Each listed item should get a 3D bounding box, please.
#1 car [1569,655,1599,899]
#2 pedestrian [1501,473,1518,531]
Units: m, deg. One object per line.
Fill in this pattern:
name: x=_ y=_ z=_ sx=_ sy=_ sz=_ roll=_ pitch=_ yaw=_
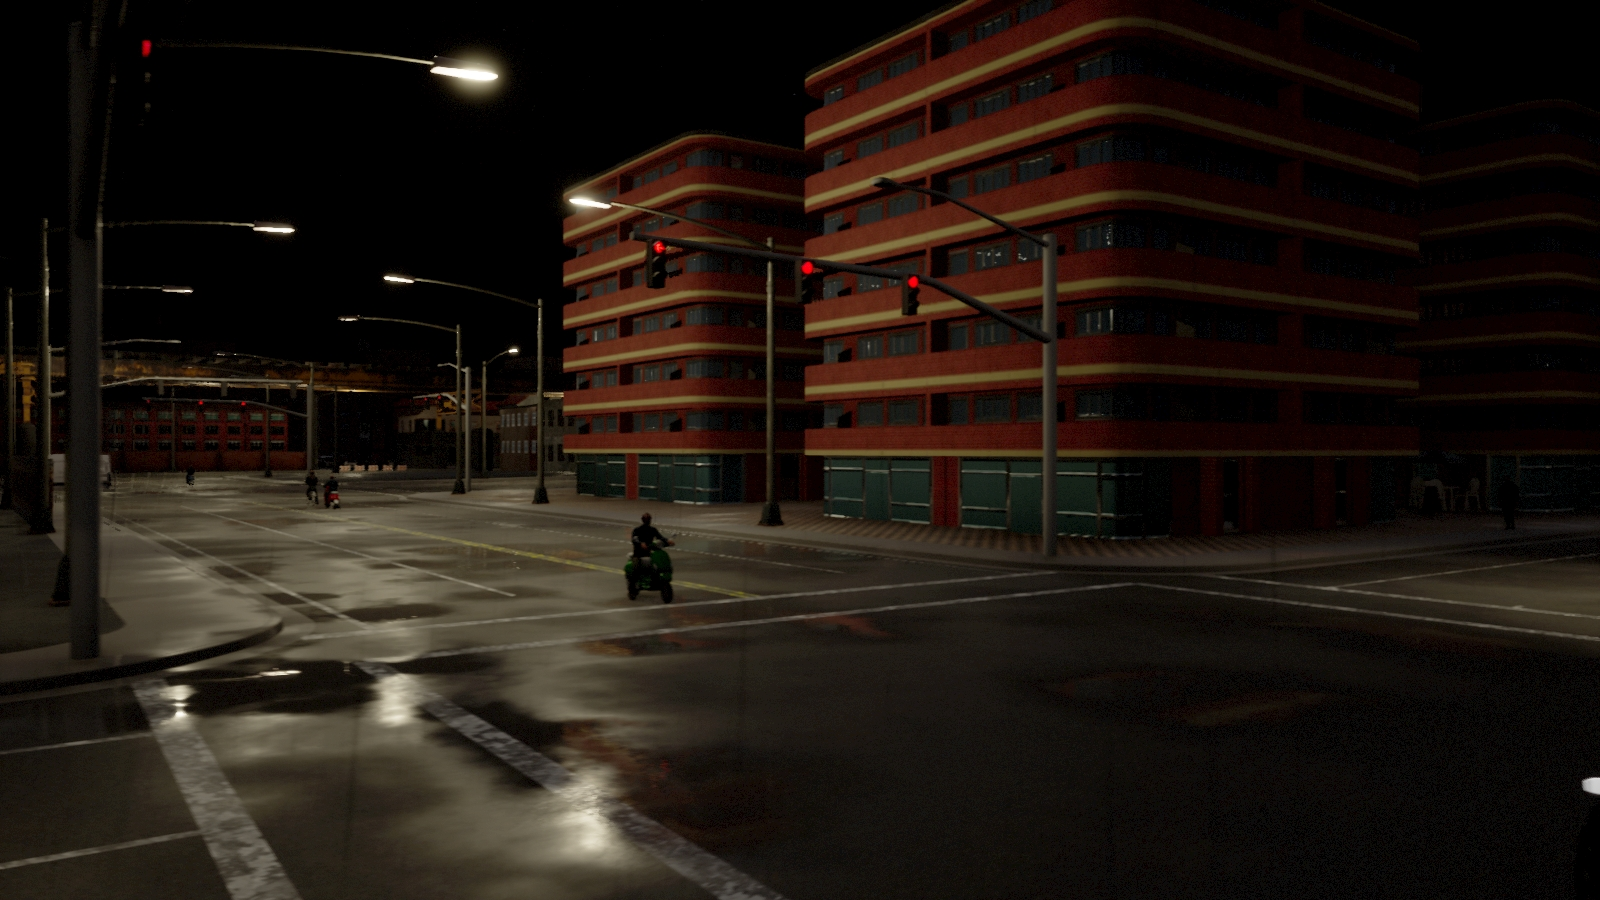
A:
car: x=4.453 y=2.040 z=4.657 sx=2.007 sy=1.525 sz=4.514 roll=0 pitch=0 yaw=32
pedestrian: x=23.249 y=1.697 z=37.440 sx=0.375 sy=1.860 sz=0.375 roll=0 pitch=0 yaw=-40
